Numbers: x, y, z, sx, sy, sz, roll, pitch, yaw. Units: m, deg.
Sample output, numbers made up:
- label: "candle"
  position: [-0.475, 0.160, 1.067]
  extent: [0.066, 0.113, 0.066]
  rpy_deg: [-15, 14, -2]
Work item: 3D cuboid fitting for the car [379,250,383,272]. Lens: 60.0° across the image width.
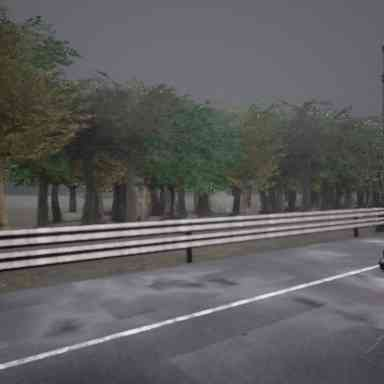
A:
- label: "car"
  position: [7.104, 1.528, 8.907]
  extent: [5.357, 1.411, 2.033]
  rpy_deg: [0, 0, -35]
